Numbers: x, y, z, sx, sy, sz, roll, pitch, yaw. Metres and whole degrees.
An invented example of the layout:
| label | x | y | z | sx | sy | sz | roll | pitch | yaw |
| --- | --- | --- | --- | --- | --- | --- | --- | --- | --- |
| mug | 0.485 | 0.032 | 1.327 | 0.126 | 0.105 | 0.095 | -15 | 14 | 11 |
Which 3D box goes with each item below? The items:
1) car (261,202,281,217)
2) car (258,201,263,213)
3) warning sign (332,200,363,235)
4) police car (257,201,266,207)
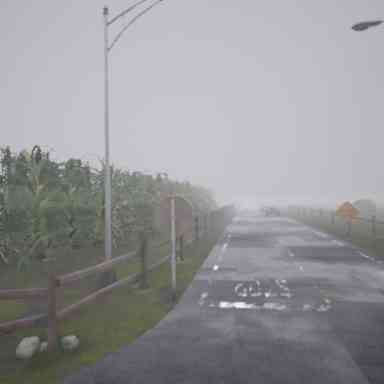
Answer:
| label | x | y | z | sx | sy | sz | roll | pitch | yaw |
| --- | --- | --- | --- | --- | --- | --- | --- | --- | --- |
| car | 9.911 | 2.318 | 41.212 | 1.837 | 1.490 | 4.892 | -1 | -1 | 10 |
| car | 11.530 | 2.551 | 51.502 | 1.812 | 1.442 | 4.674 | -1 | -1 | 9 |
| warning sign | 8.680 | 1.419 | 18.625 | 1.300 | 1.860 | 1.060 | -1 | -2 | 9 |
| police car | 18.410 | 3.178 | 88.048 | 1.930 | 1.638 | 5.238 | -1 | -1 | 9 |
